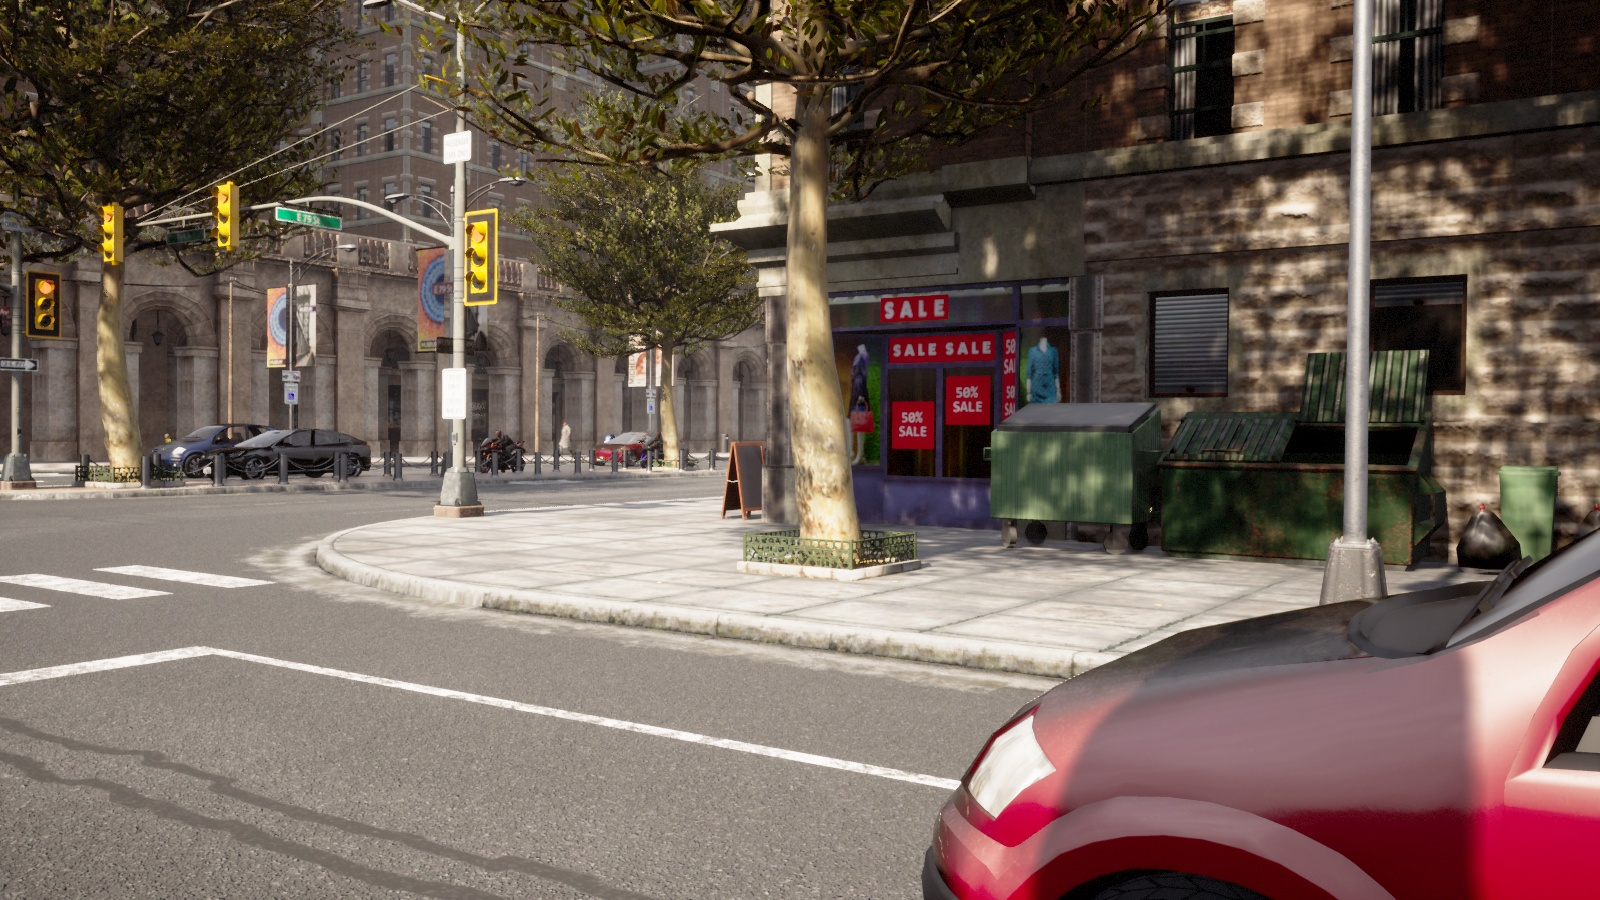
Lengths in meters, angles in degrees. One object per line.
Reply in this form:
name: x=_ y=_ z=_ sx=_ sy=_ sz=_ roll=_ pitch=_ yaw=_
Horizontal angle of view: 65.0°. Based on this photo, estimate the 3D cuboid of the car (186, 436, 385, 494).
car: x=-14.508 y=0.375 z=35.676 sx=2.163 sy=1.488 sz=4.792 roll=0 pitch=1 yaw=35

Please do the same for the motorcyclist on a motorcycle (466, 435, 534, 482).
motorcyclist on a motorcycle: x=-10.093 y=0.280 z=42.330 sx=0.866 sy=1.530 sz=2.191 roll=0 pitch=1 yaw=34

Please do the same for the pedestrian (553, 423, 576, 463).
pedestrian: x=-11.668 y=-0.357 z=62.335 sx=0.659 sy=1.952 sz=0.873 roll=0 pitch=1 yaw=41

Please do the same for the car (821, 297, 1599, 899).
car: x=2.221 y=0.580 z=2.146 sx=3.988 sy=1.617 sz=1.851 roll=0 pitch=1 yaw=34

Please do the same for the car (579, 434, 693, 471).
car: x=-6.906 y=0.065 z=53.338 sx=2.163 sy=1.488 sz=4.792 roll=0 pitch=1 yaw=34

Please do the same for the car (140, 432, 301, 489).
car: x=-17.354 y=0.271 z=37.773 sx=1.851 sy=1.617 sz=3.988 roll=0 pitch=1 yaw=35

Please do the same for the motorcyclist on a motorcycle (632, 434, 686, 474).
motorcyclist on a motorcycle: x=-5.495 y=0.145 z=49.164 sx=0.866 sy=1.530 sz=2.191 roll=0 pitch=1 yaw=34
